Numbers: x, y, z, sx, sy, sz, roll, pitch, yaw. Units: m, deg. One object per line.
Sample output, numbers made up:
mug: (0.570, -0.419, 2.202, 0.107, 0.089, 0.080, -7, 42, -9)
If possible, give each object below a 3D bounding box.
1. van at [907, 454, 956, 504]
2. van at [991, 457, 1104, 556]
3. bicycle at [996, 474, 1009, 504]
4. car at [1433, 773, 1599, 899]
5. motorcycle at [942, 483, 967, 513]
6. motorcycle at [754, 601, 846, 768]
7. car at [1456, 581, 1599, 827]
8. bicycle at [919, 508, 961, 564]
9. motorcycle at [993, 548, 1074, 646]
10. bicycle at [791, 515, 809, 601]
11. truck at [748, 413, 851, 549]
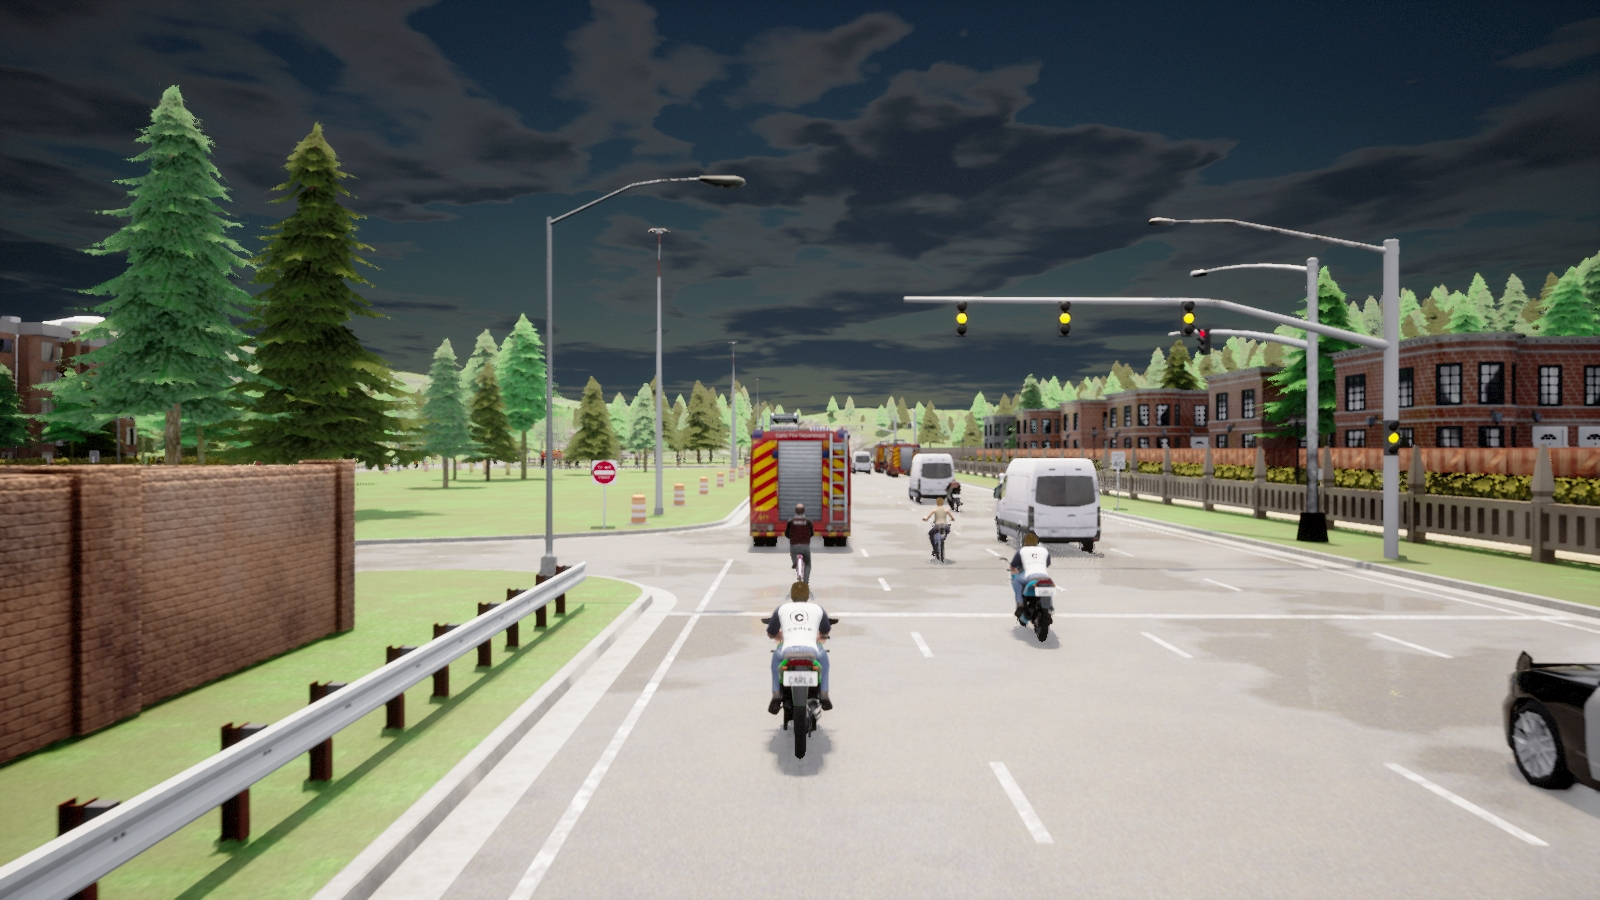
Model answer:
van: (6.996, 1.501, 61.368, 1.988, 2.561, 5.915, 0, 0, 0)
van: (6.997, 1.516, 33.009, 1.988, 2.561, 5.915, 0, 0, 0)
bicycle: (10.499, 2.024, 59.349, 0.373, 1.496, 1.643, 0, 0, 0)
car: (3.499, 2.064, 2.583, 1.816, 1.474, 4.193, 0, 0, 0)
motorcycle: (7.000, 2.177, 51.877, 0.867, 1.251, 2.209, 0, 0, 0)
motorcycle: (0.000, 2.178, 10.970, 0.803, 1.199, 2.033, 0, 0, 0)
car: (7.001, 1.976, 7.742, 2.097, 1.638, 5.238, 0, -1, 0)
bicycle: (3.500, 2.142, 28.671, 0.859, 1.277, 1.487, 0, 0, 0)
motorcycle: (3.499, 2.177, 17.280, 0.803, 1.199, 2.033, 0, 1, 0)
bicycle: (-0.006, 2.048, 21.987, 0.329, 1.471, 1.835, 0, 0, 0)
truck: (-0.004, 0.871, 36.285, 2.891, 3.827, 8.468, 0, 0, 0)
